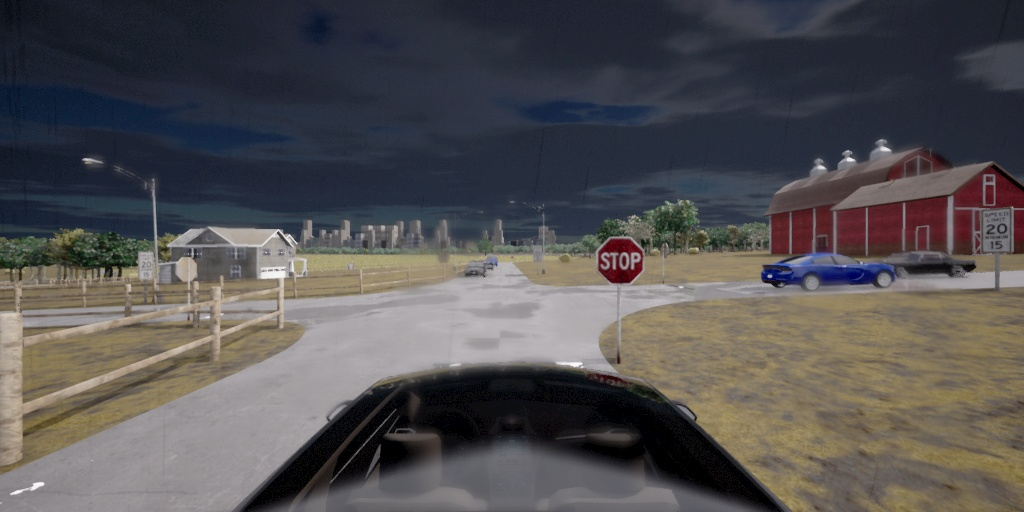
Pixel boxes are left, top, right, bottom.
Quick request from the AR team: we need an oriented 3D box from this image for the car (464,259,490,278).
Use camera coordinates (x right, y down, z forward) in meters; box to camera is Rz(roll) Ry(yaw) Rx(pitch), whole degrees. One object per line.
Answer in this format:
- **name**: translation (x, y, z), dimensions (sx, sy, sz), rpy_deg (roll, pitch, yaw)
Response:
- **car**: translation (-3.339, 1.260, 33.737), dimensions (1.837, 1.490, 4.892), rpy_deg (0, 0, -1)

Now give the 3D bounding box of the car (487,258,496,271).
- **car**: translation (-3.570, 1.338, 49.092), dimensions (1.994, 1.385, 4.181), rpy_deg (0, 0, -1)

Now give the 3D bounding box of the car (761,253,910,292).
- **car**: translation (13.651, 0.637, 15.591), dimensions (5.008, 1.535, 1.882), rpy_deg (-2, 0, -1)

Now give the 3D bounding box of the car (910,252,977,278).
- **car**: translation (20.617, 0.499, 18.557), dimensions (4.718, 1.301, 1.895), rpy_deg (-2, 0, -1)
